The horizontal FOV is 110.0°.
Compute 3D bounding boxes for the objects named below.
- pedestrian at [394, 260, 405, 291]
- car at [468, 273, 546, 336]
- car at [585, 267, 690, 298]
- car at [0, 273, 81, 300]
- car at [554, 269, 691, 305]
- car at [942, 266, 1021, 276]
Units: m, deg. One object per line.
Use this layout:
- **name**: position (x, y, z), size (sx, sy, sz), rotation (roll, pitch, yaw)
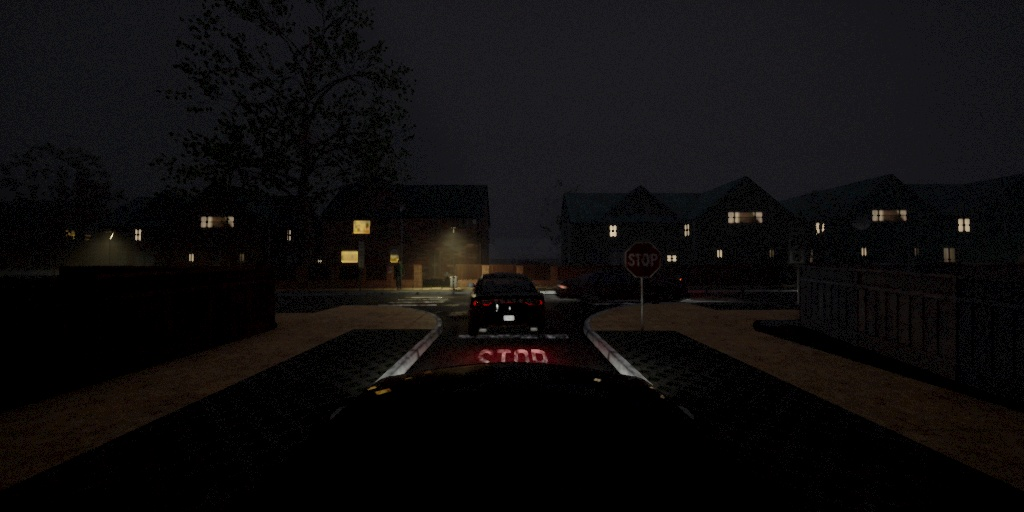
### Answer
- **pedestrian**: position (-6.677, 1.113, 21.213), size (0.375, 1.860, 0.375), rotation (0, -1, 1)
- **car**: position (-0.268, 1.225, 10.474), size (1.882, 1.535, 5.008), rotation (0, 0, -5)
- **car**: position (6.191, 1.303, 18.094), size (4.674, 1.442, 1.812), rotation (-1, -1, 1)
- **car**: position (-19.978, 1.528, 15.541), size (4.181, 1.385, 1.994), rotation (-1, -1, 1)
- **car**: position (4.493, 1.271, 15.165), size (5.357, 1.411, 2.033), rotation (-1, -1, 1)
- **car**: position (21.890, 1.194, 17.868), size (5.357, 1.411, 2.033), rotation (0, -1, 1)
